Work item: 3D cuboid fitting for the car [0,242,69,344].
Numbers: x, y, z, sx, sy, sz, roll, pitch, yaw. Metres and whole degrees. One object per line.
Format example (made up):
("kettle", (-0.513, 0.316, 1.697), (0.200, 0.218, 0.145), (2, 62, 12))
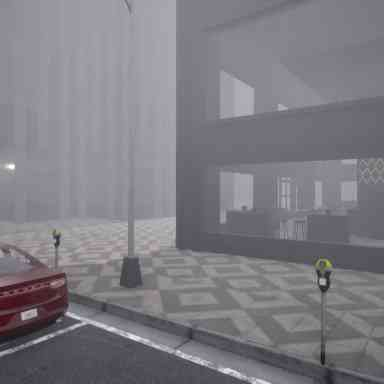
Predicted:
("car", (-4.044, 1.544, 5.867), (4.507, 1.381, 1.887), (0, 0, 36))
